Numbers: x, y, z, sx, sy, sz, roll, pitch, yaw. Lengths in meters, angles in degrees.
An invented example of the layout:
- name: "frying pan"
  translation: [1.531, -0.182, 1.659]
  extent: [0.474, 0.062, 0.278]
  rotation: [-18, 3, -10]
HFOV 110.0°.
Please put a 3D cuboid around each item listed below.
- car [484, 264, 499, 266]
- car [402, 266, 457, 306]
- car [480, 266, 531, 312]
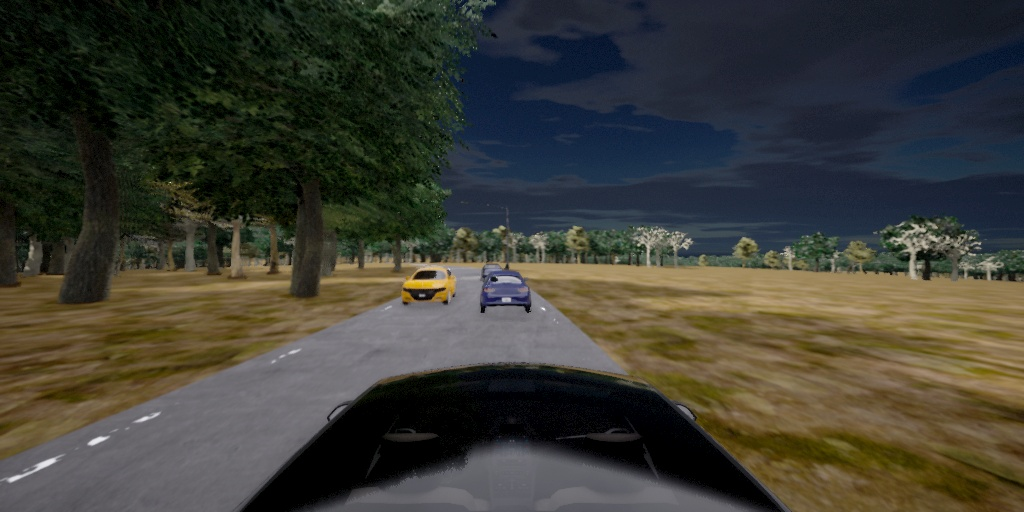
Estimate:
- name: "car"
  translation: [-1.817, 1.398, 32.193]
  extent: [2.033, 1.411, 5.357]
  rotation: [0, 0, -7]
- name: "car"
  translation: [-3.613, 1.261, 16.309]
  extent: [1.882, 1.535, 5.008]
  rotation: [0, 0, -4]
- name: "car"
  translation: [-0.299, 1.296, 14.185]
  extent: [1.812, 1.442, 4.674]
  rotation: [0, 0, -3]
